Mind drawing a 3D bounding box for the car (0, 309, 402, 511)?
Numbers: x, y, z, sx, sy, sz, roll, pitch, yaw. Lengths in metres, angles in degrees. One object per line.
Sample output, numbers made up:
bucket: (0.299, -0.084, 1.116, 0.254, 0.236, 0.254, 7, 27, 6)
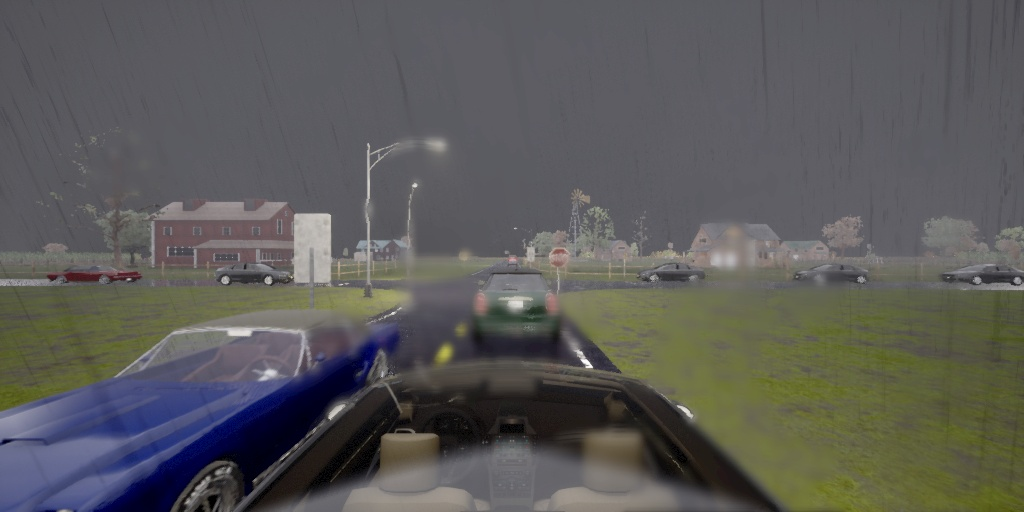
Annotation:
car: (-2.813, 1.351, 3.834, 1.895, 1.301, 4.718, 0, 0, 1)

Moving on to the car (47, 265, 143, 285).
car: (-28.328, 1.269, 24.487, 4.718, 1.301, 1.895, 0, 0, 1)

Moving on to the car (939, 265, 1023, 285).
car: (35.094, 1.384, 26.813, 4.892, 1.490, 1.837, 0, 0, 1)

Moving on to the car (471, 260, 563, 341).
car: (0.119, 1.101, 10.006, 2.097, 1.767, 4.553, 0, 0, 0)

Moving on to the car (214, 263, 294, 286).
car: (-17.378, 1.202, 24.380, 4.892, 1.490, 1.837, 0, 0, 1)

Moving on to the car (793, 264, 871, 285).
car: (23.924, 1.336, 26.932, 4.892, 1.490, 1.837, 1, 0, 1)

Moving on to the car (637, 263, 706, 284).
car: (12.009, 1.289, 27.152, 4.892, 1.490, 1.837, 0, 0, 3)
